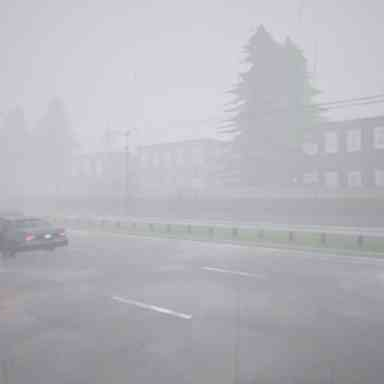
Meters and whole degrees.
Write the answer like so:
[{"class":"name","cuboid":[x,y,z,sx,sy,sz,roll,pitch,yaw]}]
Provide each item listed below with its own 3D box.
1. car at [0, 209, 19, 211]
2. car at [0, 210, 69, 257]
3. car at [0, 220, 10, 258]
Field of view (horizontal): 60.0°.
[{"class":"car","cuboid":[-11.879,1.768,21.066,4.181,1.385,1.994,-1,0,36]},{"class":"car","cuboid":[-7.240,1.675,13.457,5.357,1.411,2.033,-1,0,35]},{"class":"car","cuboid":[-7.309,1.582,9.207,5.008,1.535,1.882,-1,0,35]}]
